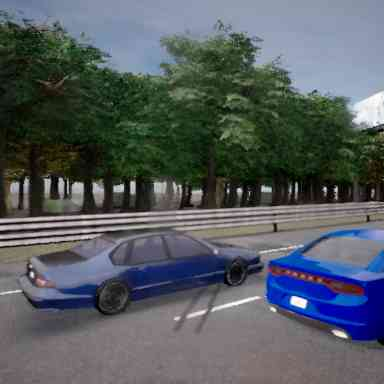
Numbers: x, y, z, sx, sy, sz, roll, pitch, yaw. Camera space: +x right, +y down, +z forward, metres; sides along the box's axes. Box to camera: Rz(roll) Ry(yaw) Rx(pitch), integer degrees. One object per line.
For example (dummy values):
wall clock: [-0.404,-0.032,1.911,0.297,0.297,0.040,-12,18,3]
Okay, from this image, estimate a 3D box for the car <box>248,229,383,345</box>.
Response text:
car: [3.569,1.444,6.291,5.008,1.535,1.882,0,0,-35]

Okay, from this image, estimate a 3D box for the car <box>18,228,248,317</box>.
car: [-0.831,1.529,7.452,5.357,1.411,2.033,0,0,-35]
